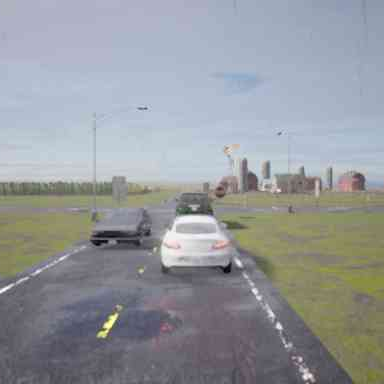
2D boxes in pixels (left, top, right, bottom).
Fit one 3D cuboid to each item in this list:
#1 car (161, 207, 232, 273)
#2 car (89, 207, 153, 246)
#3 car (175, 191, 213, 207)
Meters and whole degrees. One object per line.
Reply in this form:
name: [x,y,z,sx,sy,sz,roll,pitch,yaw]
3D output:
car: [0.108,1.392,10.044,1.812,1.442,4.674,0,1,0]
car: [-2.808,1.356,14.437,2.033,1.411,5.357,0,1,0]
car: [0.122,0.953,20.343,2.150,2.045,5.566,0,1,0]
